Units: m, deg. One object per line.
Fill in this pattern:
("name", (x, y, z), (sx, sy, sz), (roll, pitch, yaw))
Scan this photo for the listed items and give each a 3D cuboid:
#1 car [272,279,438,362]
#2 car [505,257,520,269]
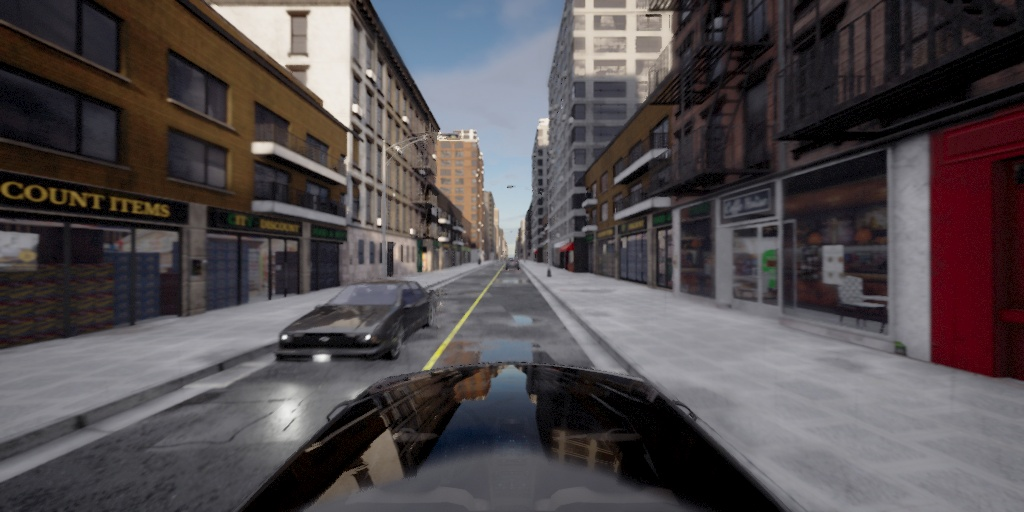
("car", (-3.101, 1.277, 8.513), (2.033, 1.411, 5.357), (0, 0, 0))
("car", (0.088, 1.076, 50.439), (2.128, 1.511, 4.902), (0, 0, 0))
